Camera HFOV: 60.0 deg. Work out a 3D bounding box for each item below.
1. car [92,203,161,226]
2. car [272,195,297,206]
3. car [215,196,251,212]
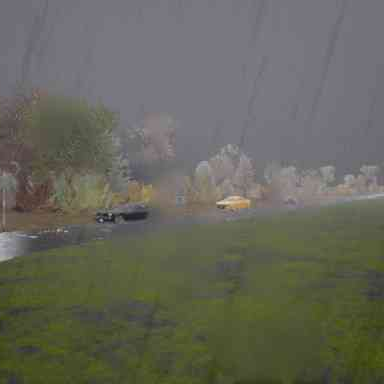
[{"bbox_3d":[-4.335,1.446,22.470,1.895,1.301,4.718,0,1,36],"label":"car"},{"bbox_3d":[12.948,1.135,46.171,2.033,1.411,5.357,0,1,36],"label":"car"},{"bbox_3d":[4.282,1.198,34.324,1.882,1.535,5.008,0,1,36],"label":"car"}]
